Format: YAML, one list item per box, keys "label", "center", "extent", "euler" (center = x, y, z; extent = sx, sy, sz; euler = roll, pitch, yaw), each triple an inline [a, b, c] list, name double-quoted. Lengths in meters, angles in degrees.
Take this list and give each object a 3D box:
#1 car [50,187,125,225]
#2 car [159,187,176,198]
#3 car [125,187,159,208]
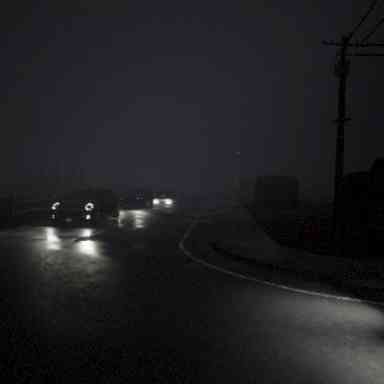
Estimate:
- label: "car"
  center: [-5.234, 0.587, 16.886]
  extent: [2.097, 1.767, 4.553]
  euler: [1, 2, 5]
- label: "car"
  center: [-3.109, 0.023, 40.527]
  extent: [1.895, 1.301, 4.718]
  euler: [1, 2, 5]
- label: "car"
  center: [-4.344, 0.369, 26.866]
  extent: [1.882, 1.535, 5.008]
  euler: [1, 2, 5]
